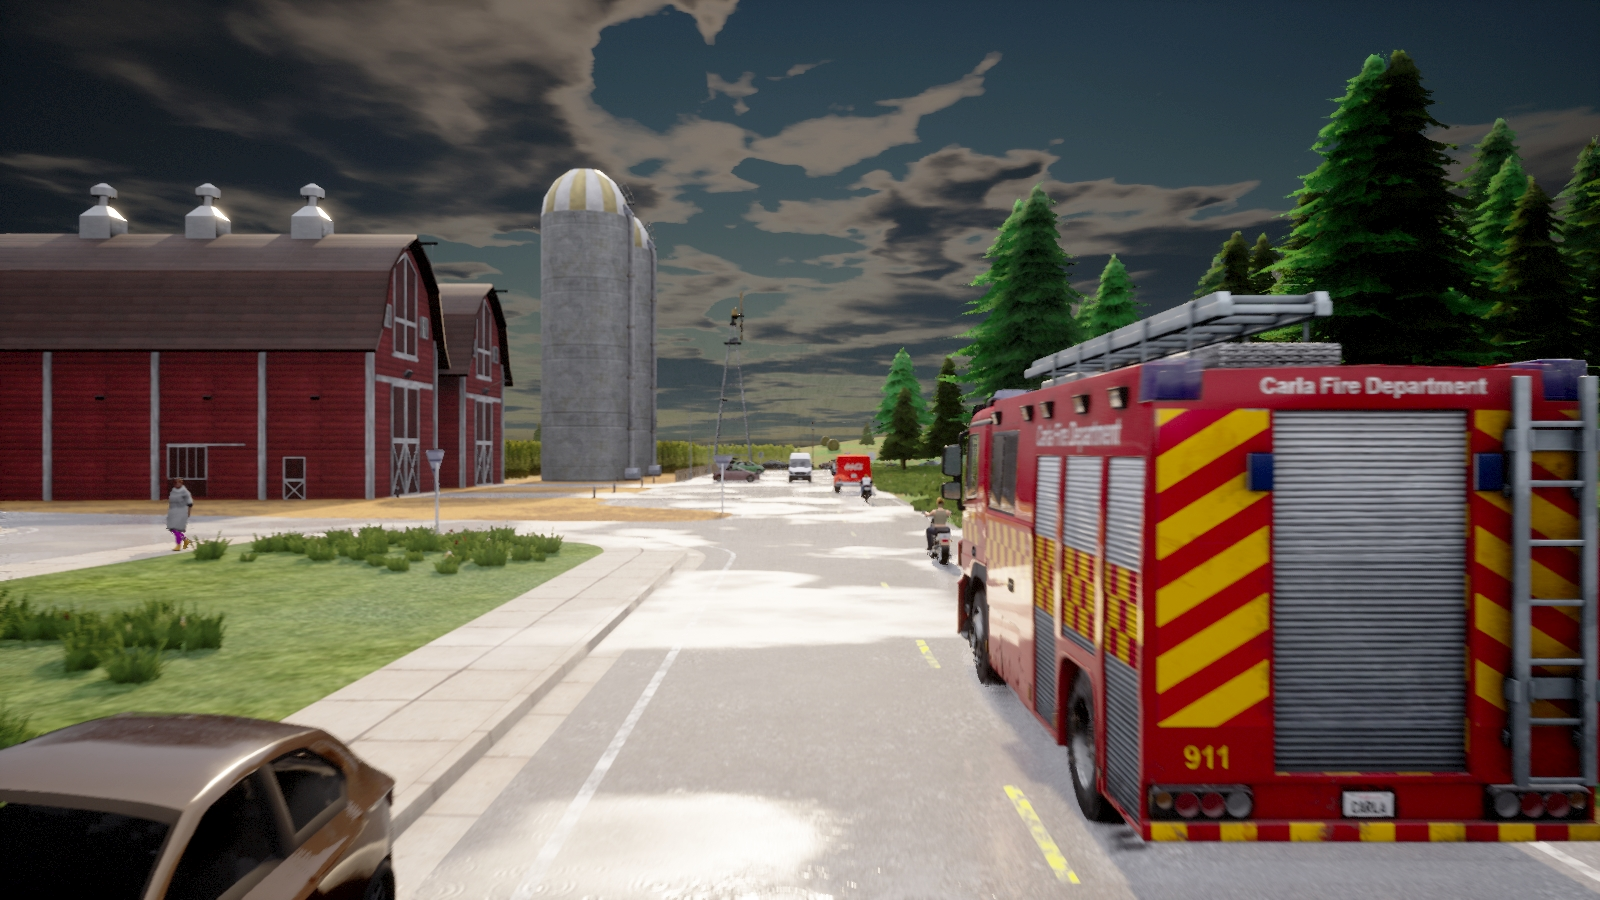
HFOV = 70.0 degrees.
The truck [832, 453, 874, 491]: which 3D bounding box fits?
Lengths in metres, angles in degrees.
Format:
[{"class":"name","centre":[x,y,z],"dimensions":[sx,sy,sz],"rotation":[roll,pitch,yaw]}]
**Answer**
[{"class":"truck","centre":[3.521,1.428,76.852],"dimensions":[2.627,2.467,5.204],"rotation":[0,0,0]}]

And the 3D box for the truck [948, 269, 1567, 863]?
[{"class":"truck","centre":[3.497,0.750,11.599],"dimensions":[2.891,3.827,8.468],"rotation":[0,0,0]}]

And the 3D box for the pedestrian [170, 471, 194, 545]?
[{"class":"pedestrian","centre":[-15.666,1.470,28.968],"dimensions":[0.375,1.860,0.375],"rotation":[0,0,15]}]
